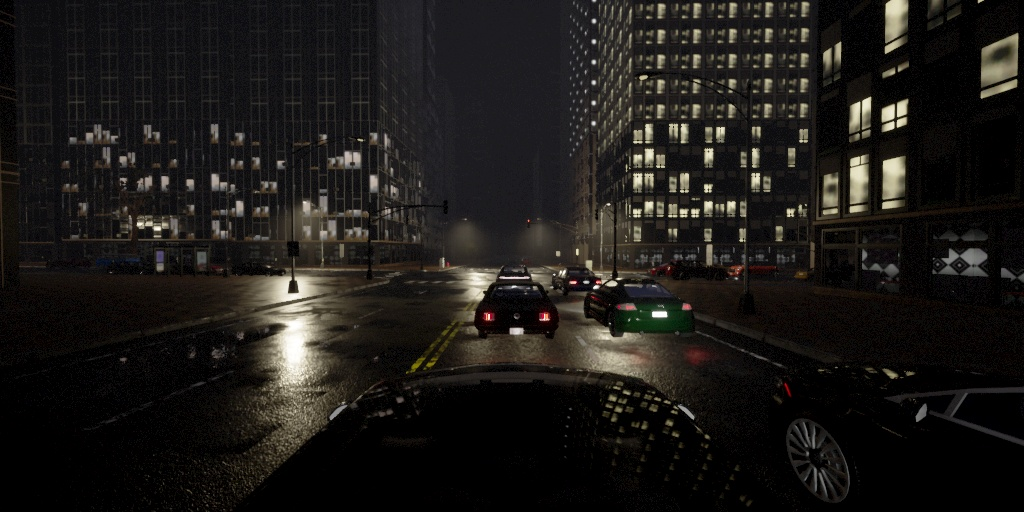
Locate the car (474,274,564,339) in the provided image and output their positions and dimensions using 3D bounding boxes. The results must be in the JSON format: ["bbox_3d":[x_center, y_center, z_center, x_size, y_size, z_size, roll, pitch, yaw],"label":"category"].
[{"bbox_3d":[0.106,1.347,10.023,1.895,1.301,4.718,0,0,0],"label":"car"}]

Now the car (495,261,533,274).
[{"bbox_3d":[0.113,1.232,19.279,2.128,1.511,4.902,0,0,0],"label":"car"}]

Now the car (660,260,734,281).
[{"bbox_3d":[16.218,1.268,31.622,5.009,1.841,2.192,0,0,1],"label":"car"}]

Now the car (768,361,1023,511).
[{"bbox_3d":[3.340,1.242,1.421,2.128,1.511,4.902,0,0,0],"label":"car"}]

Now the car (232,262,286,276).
[{"bbox_3d":[-22.707,1.173,32.185,4.313,1.339,1.948,0,0,1],"label":"car"}]

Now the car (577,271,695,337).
[{"bbox_3d":[3.365,1.310,10.251,1.994,1.385,4.181,0,0,-1],"label":"car"}]

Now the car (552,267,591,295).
[{"bbox_3d":[3.399,1.288,19.481,2.033,1.411,5.357,0,0,-3],"label":"car"}]

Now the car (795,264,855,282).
[{"bbox_3d":[27.666,1.578,31.414,4.829,1.417,1.751,0,0,1],"label":"car"}]

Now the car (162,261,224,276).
[{"bbox_3d":[-28.391,1.138,32.323,4.207,1.307,1.802,0,0,1],"label":"car"}]

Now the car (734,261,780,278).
[{"bbox_3d":[25.019,1.289,37.236,4.553,1.767,2.097,1,1,1],"label":"car"}]

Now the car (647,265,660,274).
[{"bbox_3d":[16.308,1.425,37.397,4.181,1.385,1.994,1,1,1],"label":"car"}]

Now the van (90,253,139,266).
[{"bbox_3d":[-45.255,0.604,41.172,3.998,1.789,1.690,0,0,1],"label":"van"}]

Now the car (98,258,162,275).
[{"bbox_3d":[-34.071,1.069,32.501,4.313,1.339,1.948,0,0,1],"label":"car"}]
